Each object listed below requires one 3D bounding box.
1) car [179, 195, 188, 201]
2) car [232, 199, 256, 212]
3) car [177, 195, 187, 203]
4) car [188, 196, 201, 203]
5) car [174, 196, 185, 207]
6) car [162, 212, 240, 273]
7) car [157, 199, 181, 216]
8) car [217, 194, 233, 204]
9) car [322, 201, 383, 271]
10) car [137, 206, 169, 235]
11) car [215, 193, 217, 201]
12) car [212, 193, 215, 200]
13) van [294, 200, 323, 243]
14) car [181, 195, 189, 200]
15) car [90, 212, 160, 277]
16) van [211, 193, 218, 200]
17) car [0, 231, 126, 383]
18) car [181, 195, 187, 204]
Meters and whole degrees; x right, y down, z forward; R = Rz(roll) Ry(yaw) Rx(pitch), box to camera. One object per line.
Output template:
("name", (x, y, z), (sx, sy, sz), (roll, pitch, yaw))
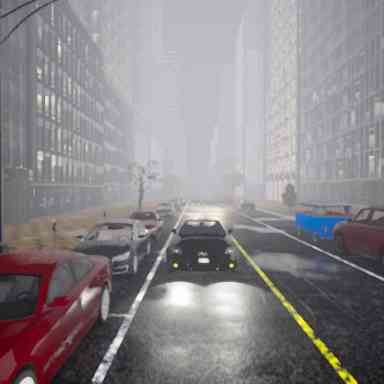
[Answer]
("car", (-1.934, 1.457, 78.275), (1.947, 1.339, 4.313), (-1, 0, 0))
("car", (6.238, 1.499, 38.445), (2.008, 1.369, 4.403), (-1, 0, 0))
("car", (-1.994, 1.434, 66.737), (1.752, 1.417, 4.829), (-1, 0, 0))
("car", (0.701, 1.458, 65.522), (2.033, 1.411, 5.357), (0, 0, 0))
("car", (-2.142, 1.499, 38.489), (2.008, 1.369, 4.403), (-1, 0, 0))
("car", (0.309, 1.549, 10.430), (1.994, 1.385, 4.181), (0, 0, 0))
("car", (-2.202, 1.514, 27.122), (2.008, 1.369, 4.403), (-1, 0, 0))
("car", (6.355, 1.232, 61.180), (2.192, 1.841, 5.009), (-1, 0, 0))
("car", (6.087, 1.302, 10.027), (2.192, 1.841, 5.009), (-1, 0, 0))
("car", (-2.261, 1.561, 15.755), (1.802, 1.307, 4.206), (-1, 0, 0))
("car", (6.384, 1.224, 66.864), (2.192, 1.841, 5.009), (-1, 0, 0))
("car", (6.445, 1.332, 78.230), (1.967, 1.590, 4.097), (-1, 0, 0))
("van", (6.117, 1.321, 15.711), (1.690, 1.788, 3.998), (-1, 0, 0))
("car", (-1.875, 1.425, 89.642), (2.008, 1.369, 4.403), (-1, 0, 0))
("car", (-2.292, 1.537, 10.072), (2.008, 1.369, 4.403), (-1, 0, 0))
("van", (6.533, 1.207, 95.280), (1.690, 1.788, 3.998), (-1, 0, 0))
("car", (-2.321, 1.539, 4.388), (1.887, 1.381, 4.507), (-1, 0, 0))
("car", (-2.083, 1.514, 49.856), (1.802, 1.307, 4.206), (-1, 0, 0))
